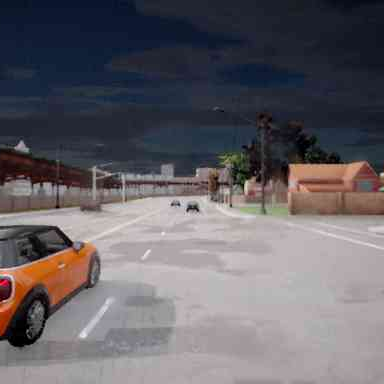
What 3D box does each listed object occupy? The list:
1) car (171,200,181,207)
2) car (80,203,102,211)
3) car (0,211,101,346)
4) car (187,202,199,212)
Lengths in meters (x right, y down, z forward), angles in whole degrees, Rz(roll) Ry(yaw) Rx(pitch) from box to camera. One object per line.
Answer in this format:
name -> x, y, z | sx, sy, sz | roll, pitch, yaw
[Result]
car -> -3.468, 2.426, 70.692 | 1.994, 1.385, 4.181 | 0, -1, 0
car -> -14.075, 2.175, 46.556 | 1.895, 1.301, 4.718 | 0, -1, 0
car -> -3.393, 1.435, 6.666 | 2.097, 1.767, 4.553 | 0, -1, 0
car -> 0.116, 2.159, 49.520 | 2.033, 1.411, 5.357 | 0, -1, 0
